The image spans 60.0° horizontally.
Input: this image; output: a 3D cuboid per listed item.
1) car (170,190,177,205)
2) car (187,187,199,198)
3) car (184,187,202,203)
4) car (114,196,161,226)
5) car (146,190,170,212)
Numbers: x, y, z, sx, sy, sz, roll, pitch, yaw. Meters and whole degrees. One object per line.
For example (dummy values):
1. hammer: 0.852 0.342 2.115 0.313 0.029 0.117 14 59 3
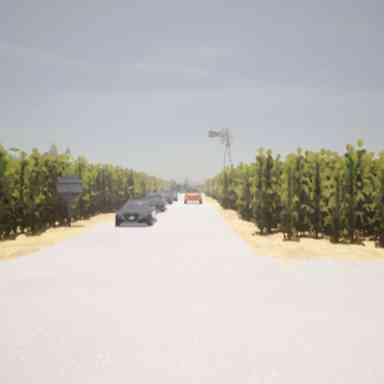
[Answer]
1. car: -3.164 0.632 37.853 2.128 1.511 4.902 0 1 0
2. car: 0.142 0.141 63.077 2.150 2.045 5.566 0 0 0
3. car: 0.125 0.471 41.205 2.097 1.767 4.553 0 0 0
4. car: -3.185 1.142 19.527 1.994 1.385 4.181 0 1 0
5. car: -3.176 0.846 28.389 1.837 1.490 4.892 0 2 0
